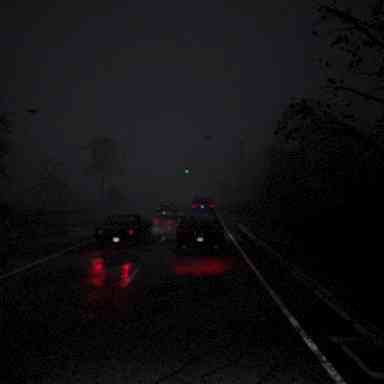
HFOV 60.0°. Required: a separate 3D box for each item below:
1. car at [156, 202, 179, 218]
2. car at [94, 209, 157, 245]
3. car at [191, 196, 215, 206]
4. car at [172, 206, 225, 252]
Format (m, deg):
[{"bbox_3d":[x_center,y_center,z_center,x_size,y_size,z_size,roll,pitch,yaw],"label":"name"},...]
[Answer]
[{"bbox_3d":[-2.426,1.722,33.101,2.128,1.511,4.902,0,0,3],"label":"car"},{"bbox_3d":[-3.097,1.712,16.070,1.895,1.301,4.718,0,0,2],"label":"car"},{"bbox_3d":[1.051,1.450,32.580,2.150,2.045,5.566,0,0,3],"label":"car"},{"bbox_3d":[0.358,1.580,14.473,1.882,1.535,5.008,0,0,1],"label":"car"}]
